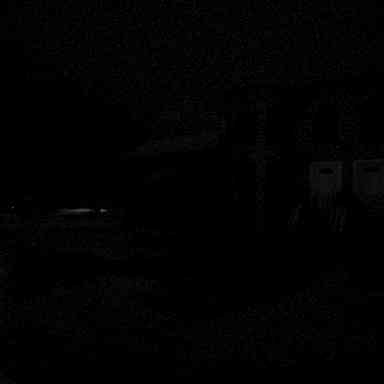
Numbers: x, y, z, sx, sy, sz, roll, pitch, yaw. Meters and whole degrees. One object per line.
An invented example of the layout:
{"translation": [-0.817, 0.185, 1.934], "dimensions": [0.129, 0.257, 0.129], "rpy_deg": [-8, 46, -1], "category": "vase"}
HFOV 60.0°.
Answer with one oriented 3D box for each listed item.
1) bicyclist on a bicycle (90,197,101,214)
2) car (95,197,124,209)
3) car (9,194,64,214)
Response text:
{"translation": [-9.401, 1.343, 32.337], "dimensions": [1.656, 1.620, 0.582], "rpy_deg": [0, 1, 36], "category": "bicyclist on a bicycle"}
{"translation": [-10.770, 1.476, 44.721], "dimensions": [1.882, 1.535, 5.008], "rpy_deg": [0, 0, 36], "category": "car"}
{"translation": [-16.828, 1.220, 36.418], "dimensions": [2.150, 2.045, 5.566], "rpy_deg": [0, 0, 36], "category": "car"}
